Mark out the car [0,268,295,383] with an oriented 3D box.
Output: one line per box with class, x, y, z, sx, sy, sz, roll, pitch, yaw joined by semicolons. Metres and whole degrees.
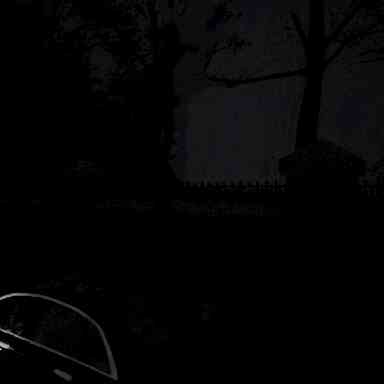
car;-1.186;1.533;3.570;4.403;1.369;2.008;0;0;36
